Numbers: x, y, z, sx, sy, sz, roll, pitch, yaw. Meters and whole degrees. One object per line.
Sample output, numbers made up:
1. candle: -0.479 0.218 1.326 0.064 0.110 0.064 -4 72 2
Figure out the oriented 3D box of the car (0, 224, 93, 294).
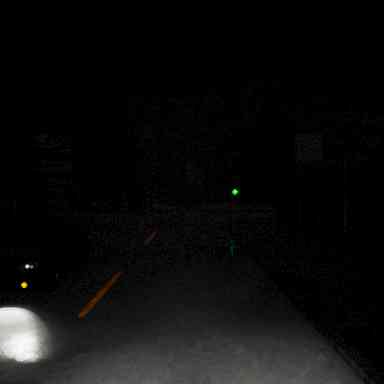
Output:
1. car: -4.057 1.549 8.640 1.994 1.385 4.181 0 0 0
